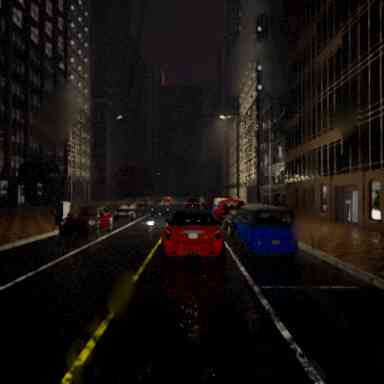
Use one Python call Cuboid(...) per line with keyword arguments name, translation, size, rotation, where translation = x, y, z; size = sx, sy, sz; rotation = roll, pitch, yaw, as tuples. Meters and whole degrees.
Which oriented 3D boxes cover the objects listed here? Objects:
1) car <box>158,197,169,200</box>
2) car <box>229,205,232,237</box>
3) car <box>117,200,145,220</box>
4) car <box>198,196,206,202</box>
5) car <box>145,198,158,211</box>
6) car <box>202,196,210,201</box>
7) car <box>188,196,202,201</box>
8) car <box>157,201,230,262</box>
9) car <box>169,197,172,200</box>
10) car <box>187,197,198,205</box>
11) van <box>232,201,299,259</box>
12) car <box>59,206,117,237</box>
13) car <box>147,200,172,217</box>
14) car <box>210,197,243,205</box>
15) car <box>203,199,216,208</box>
Cuboid(name="car", translation=(-5.688, 1.768, 57.683), size=(2.008, 1.369, 4.403), rotation=(1, 0, 0))
Cuboid(name="car", translation=(2.696, 1.623, 18.213), size=(2.008, 1.369, 4.403), rotation=(1, 0, 0))
Cuboid(name="car", translation=(-5.685, 1.665, 29.469), size=(2.008, 1.369, 4.403), rotation=(1, 0, 0))
Cuboid(name="car", translation=(2.691, 1.882, 91.551), size=(2.008, 1.369, 4.403), rotation=(1, 0, 0))
Cuboid(name="car", translation=(-5.686, 1.706, 40.754), size=(2.008, 1.369, 4.403), rotation=(1, 0, 0))
Cuboid(name="car", translation=(2.697, 1.471, 40.779), size=(2.192, 1.841, 5.009), rotation=(1, 0, 0))
Cuboid(name="car", translation=(0.096, 1.680, 46.482), size=(1.837, 1.490, 4.892), rotation=(0, -1, 0))
Cuboid(name="car", translation=(0.024, 1.402, 12.543), size=(2.097, 1.767, 4.553), rotation=(0, 0, 0))
Cuboid(name="car", translation=(-5.689, 1.839, 80.253), size=(1.887, 1.381, 4.507), rotation=(1, 0, 0))
Cuboid(name="car", translation=(0.098, 1.787, 64.247), size=(2.033, 1.411, 5.357), rotation=(0, 0, -1))
Cuboid(name="van", translation=(2.699, 1.392, 12.572), size=(1.690, 1.788, 3.998), rotation=(1, 0, 0))
Cuboid(name="car", translation=(-5.683, 1.512, 18.184), size=(1.967, 1.590, 4.097), rotation=(1, 0, 0))
Cuboid(name="car", translation=(-3.003, 1.728, 33.198), size=(1.895, 1.301, 4.718), rotation=(0, 0, 0))
Cuboid(name="car", translation=(2.698, 1.408, 23.855), size=(2.192, 1.841, 5.009), rotation=(1, 0, 0))
Cuboid(name="car", translation=(2.693, 1.779, 52.061), size=(1.802, 1.307, 4.206), rotation=(1, 0, 0))
